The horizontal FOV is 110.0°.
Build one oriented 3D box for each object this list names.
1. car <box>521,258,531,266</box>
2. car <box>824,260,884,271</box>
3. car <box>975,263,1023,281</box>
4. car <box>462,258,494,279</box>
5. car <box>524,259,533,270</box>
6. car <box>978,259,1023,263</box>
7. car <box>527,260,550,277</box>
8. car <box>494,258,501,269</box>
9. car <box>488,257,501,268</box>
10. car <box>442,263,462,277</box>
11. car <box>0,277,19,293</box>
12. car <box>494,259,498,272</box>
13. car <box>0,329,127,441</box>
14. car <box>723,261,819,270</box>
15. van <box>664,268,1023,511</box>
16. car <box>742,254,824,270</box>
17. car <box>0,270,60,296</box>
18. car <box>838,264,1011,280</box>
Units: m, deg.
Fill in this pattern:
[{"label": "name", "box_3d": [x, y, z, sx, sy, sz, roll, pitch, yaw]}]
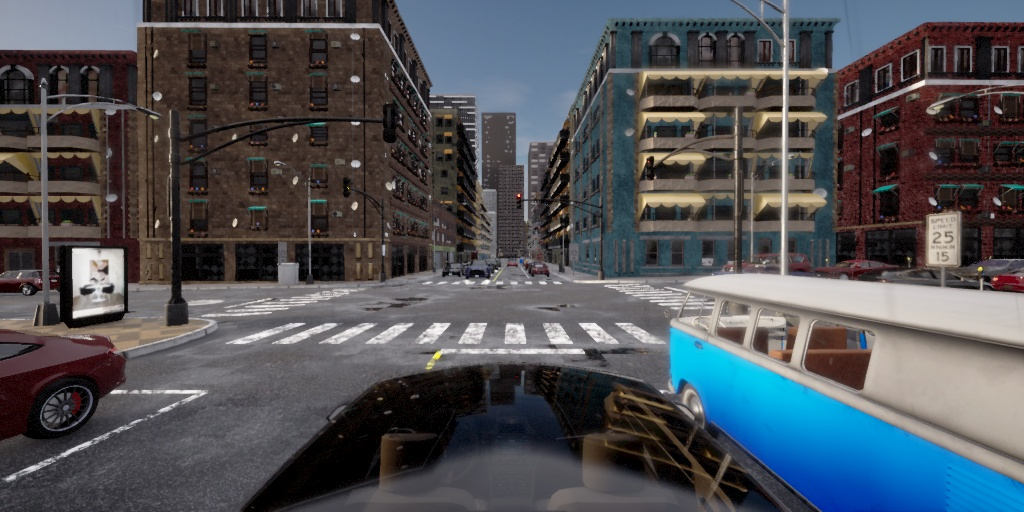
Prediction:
[{"label": "car", "box_3d": [2.746, 1.305, 51.743, 1.888, 1.381, 4.507, 0, 0, 0]}, {"label": "car", "box_3d": [21.366, 0.930, 22.351, 4.507, 1.381, 1.888, 0, 0, 0]}, {"label": "car", "box_3d": [21.378, 1.033, 13.971, 4.207, 1.307, 1.802, 0, 0, 0]}, {"label": "car", "box_3d": [-3.005, 1.104, 32.437, 2.097, 1.767, 4.553, 0, 0, -1]}, {"label": "car", "box_3d": [2.734, 1.320, 40.696, 1.948, 1.339, 4.313, 0, 0, 0]}, {"label": "car", "box_3d": [27.238, 0.868, 19.792, 5.357, 1.411, 2.033, -1, 0, 0]}, {"label": "car", "box_3d": [2.727, 1.334, 35.173, 1.802, 1.307, 4.207, 0, 0, 0]}, {"label": "car", "box_3d": [-3.036, 1.113, 51.642, 2.097, 1.767, 4.553, 0, 0, 0]}, {"label": "car", "box_3d": [-2.988, 1.122, 62.340, 2.097, 1.767, 4.553, 0, 0, 0]}, {"label": "car", "box_3d": [-5.654, 1.318, 35.194, 1.948, 1.339, 4.313, 0, 0, 0]}, {"label": "car", "box_3d": [-22.380, 1.637, 13.577, 4.403, 1.370, 2.007, 0, 0, 0]}, {"label": "car", "box_3d": [-3.053, 1.319, 41.541, 1.994, 1.385, 4.181, 0, 0, 0]}, {"label": "car", "box_3d": [-5.691, 1.332, 2.789, 1.802, 1.307, 4.207, 0, 0, 0]}, {"label": "car", "box_3d": [13.574, 1.119, 19.700, 4.718, 1.301, 1.895, -1, 0, -1]}, {"label": "van", "box_3d": [2.690, 1.091, 2.779, 1.690, 1.789, 3.998, 0, 0, 0]}, {"label": "car", "box_3d": [15.796, 0.781, 22.318, 5.009, 1.841, 2.192, 0, 0, 0]}, {"label": "car", "box_3d": [-30.238, 1.574, 22.169, 4.097, 1.591, 1.967, 0, 0, 0]}, {"label": "car", "box_3d": [15.808, 1.097, 13.937, 4.313, 1.339, 1.948, 0, 0, 0]}]
